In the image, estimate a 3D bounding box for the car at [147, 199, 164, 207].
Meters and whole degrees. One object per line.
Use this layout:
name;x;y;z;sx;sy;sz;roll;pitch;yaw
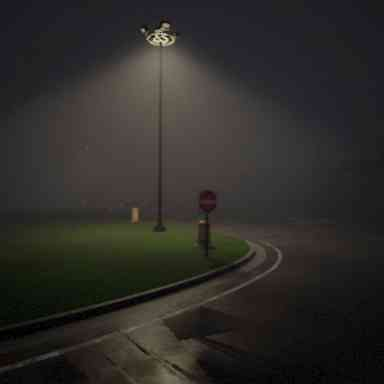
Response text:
car;-7.267;2.176;66.140;2.033;1.411;5.357;0;-1;-22

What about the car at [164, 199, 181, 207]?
car;-4.028;2.164;67.469;1.837;1.490;4.892;0;-1;-22

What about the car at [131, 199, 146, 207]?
car;-10.504;2.108;64.812;1.837;1.490;4.892;0;-1;-22

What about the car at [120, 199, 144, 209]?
car;-9.803;1.990;54.013;2.128;1.511;4.902;0;-1;-22

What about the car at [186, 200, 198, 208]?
car;-0.173;2.104;58.211;1.812;1.442;4.674;0;-1;-21

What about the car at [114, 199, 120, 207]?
car;-13.742;2.082;63.483;1.837;1.490;4.892;0;-1;-22

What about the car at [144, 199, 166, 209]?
car;-6.518;2.015;55.227;2.128;1.511;4.902;0;-1;-22

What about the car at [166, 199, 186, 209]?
car;-3.278;2.097;56.546;2.033;1.411;5.357;0;-1;-22
